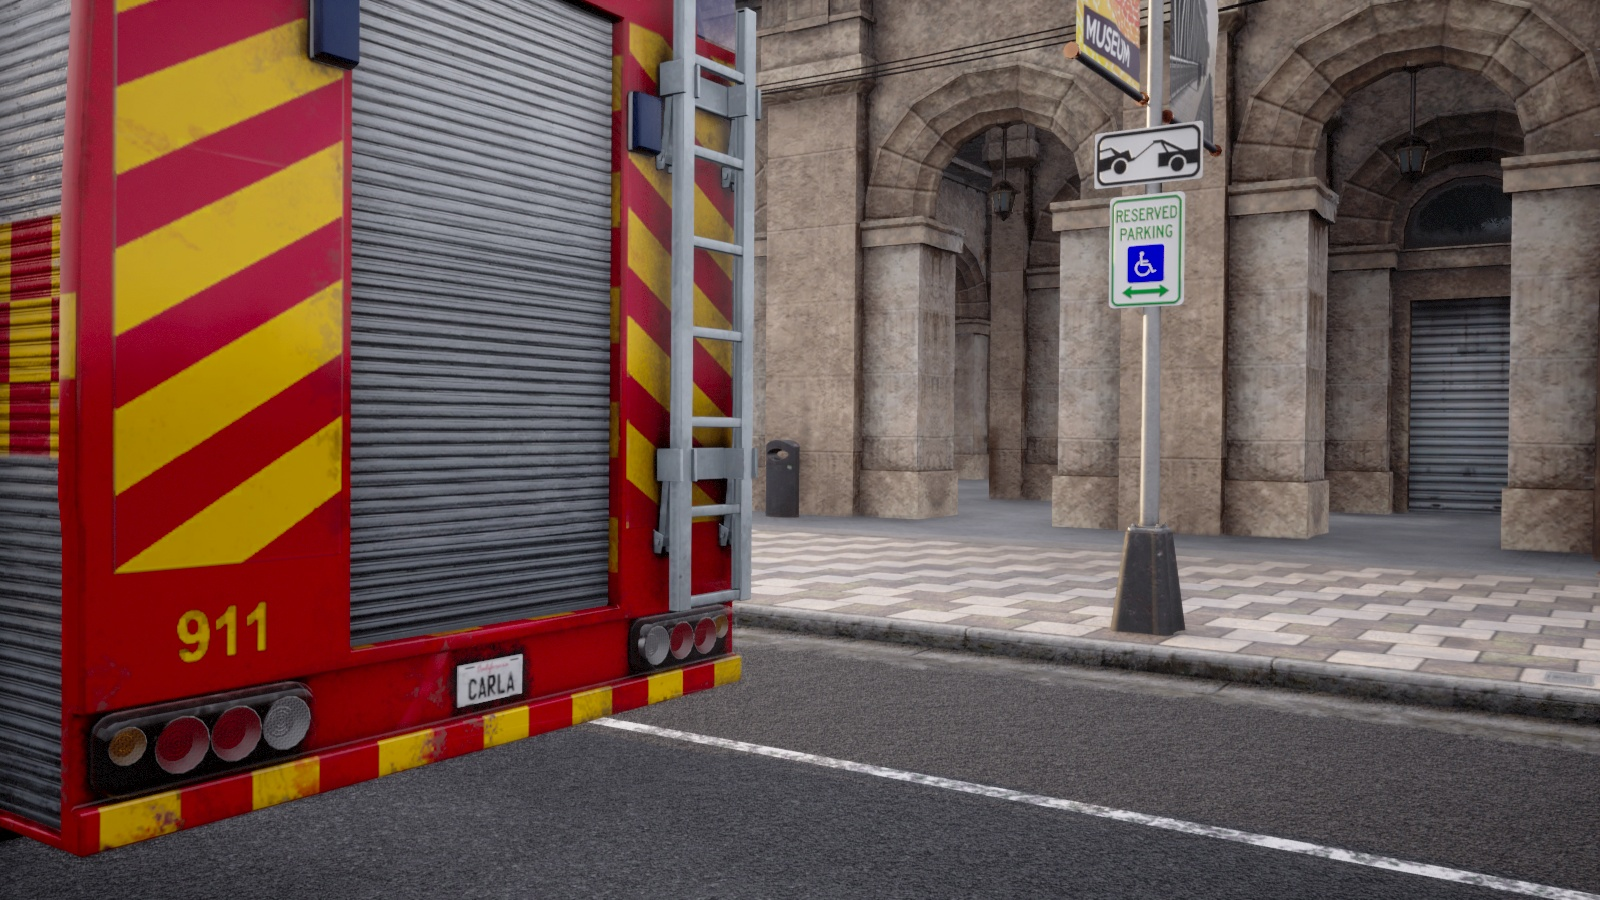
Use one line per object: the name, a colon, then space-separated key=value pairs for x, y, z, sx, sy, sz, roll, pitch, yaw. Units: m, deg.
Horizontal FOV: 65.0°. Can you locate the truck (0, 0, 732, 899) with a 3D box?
truck: x=-4.646 y=-0.483 z=6.693 sx=8.468 sy=3.827 sz=2.891 roll=0 pitch=1 yaw=34
